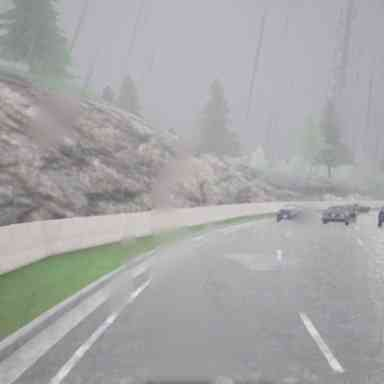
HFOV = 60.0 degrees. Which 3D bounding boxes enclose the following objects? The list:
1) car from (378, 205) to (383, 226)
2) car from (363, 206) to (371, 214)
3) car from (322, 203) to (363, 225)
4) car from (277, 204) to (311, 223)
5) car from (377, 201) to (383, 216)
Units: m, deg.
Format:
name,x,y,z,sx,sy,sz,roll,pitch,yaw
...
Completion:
name,x,y,z,sx,sy,sz,roll,pitch,yaw
car,15.140,1.696,24.753,1.882,1.535,5.008,-1,-1,34
car,19.135,1.943,39.175,4.718,1.301,1.895,0,-1,-38
car,11.626,1.774,26.029,2.033,1.411,5.357,0,-1,35
car,8.536,1.767,27.893,1.812,1.442,4.674,0,-1,33
car,23.075,1.820,37.345,4.902,1.511,2.128,0,-1,-35
